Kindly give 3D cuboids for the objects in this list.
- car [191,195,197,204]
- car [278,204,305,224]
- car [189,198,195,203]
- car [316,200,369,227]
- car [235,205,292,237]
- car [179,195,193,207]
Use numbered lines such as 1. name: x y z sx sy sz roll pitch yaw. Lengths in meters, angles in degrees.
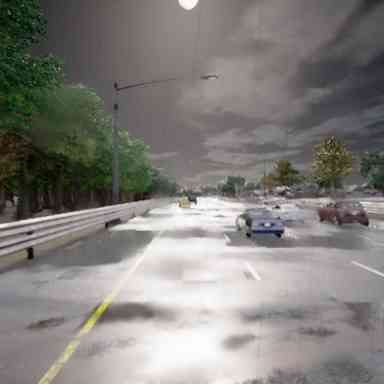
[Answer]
1. car: 0.006 1.629 74.300 2.150 2.045 5.566 0 -1 0
2. car: 7.098 1.613 25.264 1.812 1.442 4.674 0 0 0
3. car: 0.006 2.330 90.801 1.812 1.442 4.674 0 -1 0
4. car: 10.599 1.434 23.803 2.097 1.767 4.553 0 0 0
5. car: 3.598 1.612 18.351 2.033 1.411 5.357 0 0 0
6. car: -1.221 1.740 55.765 1.801 1.575 5.366 0 -1 0
